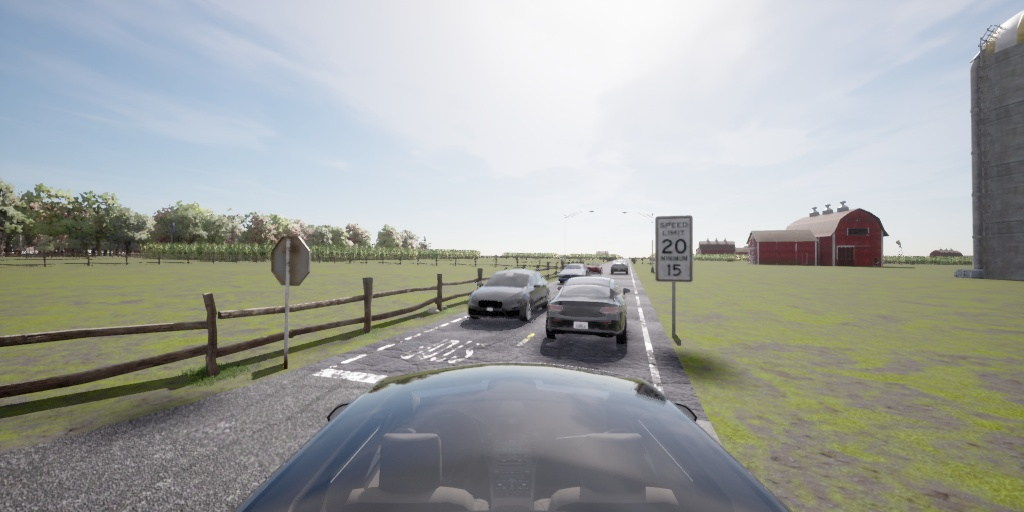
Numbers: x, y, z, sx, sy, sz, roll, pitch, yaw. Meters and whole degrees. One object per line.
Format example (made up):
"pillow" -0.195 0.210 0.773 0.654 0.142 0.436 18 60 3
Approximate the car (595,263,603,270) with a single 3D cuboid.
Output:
"car" 9.044 1.376 40.156 1.895 1.301 4.718 0 0 18

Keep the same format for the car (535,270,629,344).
"car" 2.139 1.281 9.666 1.812 1.442 4.674 0 0 18

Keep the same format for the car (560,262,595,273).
"car" 4.862 1.315 27.369 2.033 1.411 5.357 0 0 18

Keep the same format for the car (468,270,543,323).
"car" 0.089 1.261 12.504 1.837 1.490 4.892 0 0 17

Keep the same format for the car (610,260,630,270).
"car" 12.333 1.268 41.052 2.128 1.511 4.902 0 0 18
